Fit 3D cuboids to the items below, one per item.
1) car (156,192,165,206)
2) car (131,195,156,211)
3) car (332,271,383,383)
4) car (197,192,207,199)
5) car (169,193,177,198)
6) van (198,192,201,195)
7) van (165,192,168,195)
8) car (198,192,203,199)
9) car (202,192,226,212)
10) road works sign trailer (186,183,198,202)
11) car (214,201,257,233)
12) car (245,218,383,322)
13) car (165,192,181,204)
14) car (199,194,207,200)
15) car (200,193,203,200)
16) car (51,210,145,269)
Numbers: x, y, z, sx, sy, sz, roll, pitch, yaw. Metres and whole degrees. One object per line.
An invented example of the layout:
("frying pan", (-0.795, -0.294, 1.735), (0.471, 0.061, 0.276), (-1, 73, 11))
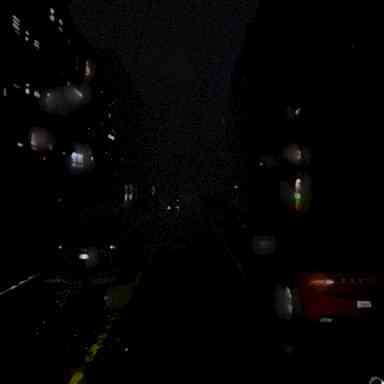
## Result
("car", (-5.325, 1.163, 46.963), (1.967, 1.590, 4.097), (-1, 0, 0))
("car", (-5.325, 1.228, 35.660), (1.967, 1.590, 4.097), (-1, 0, 0))
("car", (2.523, 1.556, 1.441), (1.947, 1.339, 4.313), (-1, 0, 0))
("car", (2.555, 0.818, 86.403), (2.192, 1.841, 5.009), (-1, 0, 0))
("car", (-5.322, 1.016, 92.172), (1.887, 1.381, 4.507), (-1, 0, 0))
("van", (2.555, 0.906, 75.075), (1.690, 1.788, 3.998), (-1, 0, 0))
("van", (-5.325, 0.937, 69.566), (1.690, 1.788, 3.998), (-1, 0, 0))
("car", (2.557, 1.205, 58.083), (1.887, 1.381, 4.507), (-1, 0, 0))
("car", (2.543, 1.104, 35.425), (2.192, 1.841, 5.009), (-1, 0, 0))
("road works sign trailer", (0.002, 0.097, 63.072), (2.380, 3.560, 2.880), (0, 0, 0))
("car", (2.523, 1.440, 18.434), (2.008, 1.369, 4.403), (-1, 0, 0))
("car", (2.523, 1.501, 7.105), (1.887, 1.381, 4.507), (-1, 0, 0))
("car", (-2.814, 1.191, 53.581), (1.837, 1.490, 4.892), (0, 0, 0))
("car", (2.558, 1.116, 80.740), (1.802, 1.307, 4.206), (-1, 0, 0))
("car", (2.560, 1.164, 46.754), (1.967, 1.590, 4.097), (-1, 0, 0))
("car", (-2.850, 1.498, 10.765), (1.994, 1.385, 4.181), (0, 0, 0))
